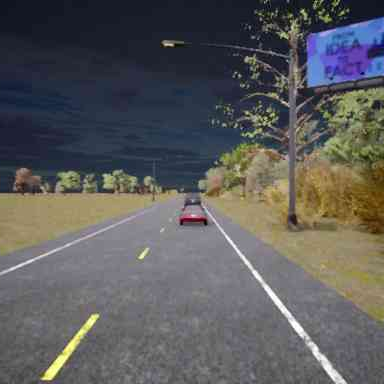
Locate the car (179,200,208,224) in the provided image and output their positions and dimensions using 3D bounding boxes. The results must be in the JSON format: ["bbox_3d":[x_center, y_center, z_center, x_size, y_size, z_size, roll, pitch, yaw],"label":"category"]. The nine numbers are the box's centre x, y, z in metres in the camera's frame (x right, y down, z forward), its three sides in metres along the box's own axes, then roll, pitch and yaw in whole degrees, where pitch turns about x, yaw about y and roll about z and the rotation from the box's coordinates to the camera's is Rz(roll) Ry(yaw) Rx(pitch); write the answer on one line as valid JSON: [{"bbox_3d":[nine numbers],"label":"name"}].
[{"bbox_3d":[0.100,1.563,24.488,1.994,1.385,4.181,0,0,0],"label":"car"}]

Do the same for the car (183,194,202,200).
[{"bbox_3d":[0.087,1.220,42.795,2.150,2.045,5.566,0,0,0],"label":"car"}]
